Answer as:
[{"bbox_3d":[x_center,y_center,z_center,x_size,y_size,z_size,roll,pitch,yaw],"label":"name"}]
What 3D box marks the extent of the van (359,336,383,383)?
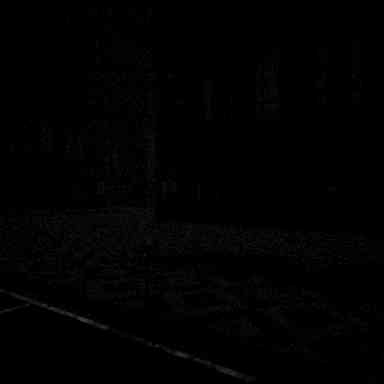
[{"bbox_3d":[2.692,1.342,1.063,3.998,1.788,1.690,0,0,35],"label":"van"}]
